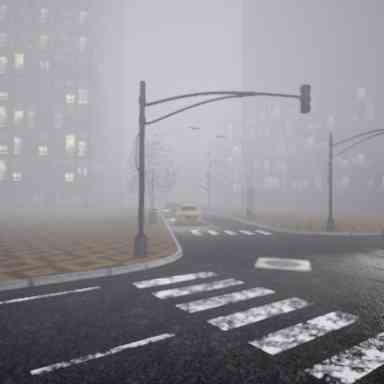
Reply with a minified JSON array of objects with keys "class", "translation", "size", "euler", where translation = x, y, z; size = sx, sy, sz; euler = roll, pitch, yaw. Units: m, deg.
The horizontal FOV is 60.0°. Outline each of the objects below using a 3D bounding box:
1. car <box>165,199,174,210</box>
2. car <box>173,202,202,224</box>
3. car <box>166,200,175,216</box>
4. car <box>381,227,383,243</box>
[{"class":"car","translation":[-3.582,2.328,56.343],"size":[1.994,1.385,4.181],"euler":[1,-1,-6]},{"class":"car","translation":[-0.319,1.859,28.723],"size":[1.882,1.535,5.008],"euler":[1,-1,-7]},{"class":"car","translation":[-1.521,2.009,38.789],"size":[2.128,1.511,4.902],"euler":[1,-1,-7]},{"class":"car","translation":[10.564,1.706,15.313],"size":[4.902,1.511,2.128],"euler":[1,0,-37]}]
